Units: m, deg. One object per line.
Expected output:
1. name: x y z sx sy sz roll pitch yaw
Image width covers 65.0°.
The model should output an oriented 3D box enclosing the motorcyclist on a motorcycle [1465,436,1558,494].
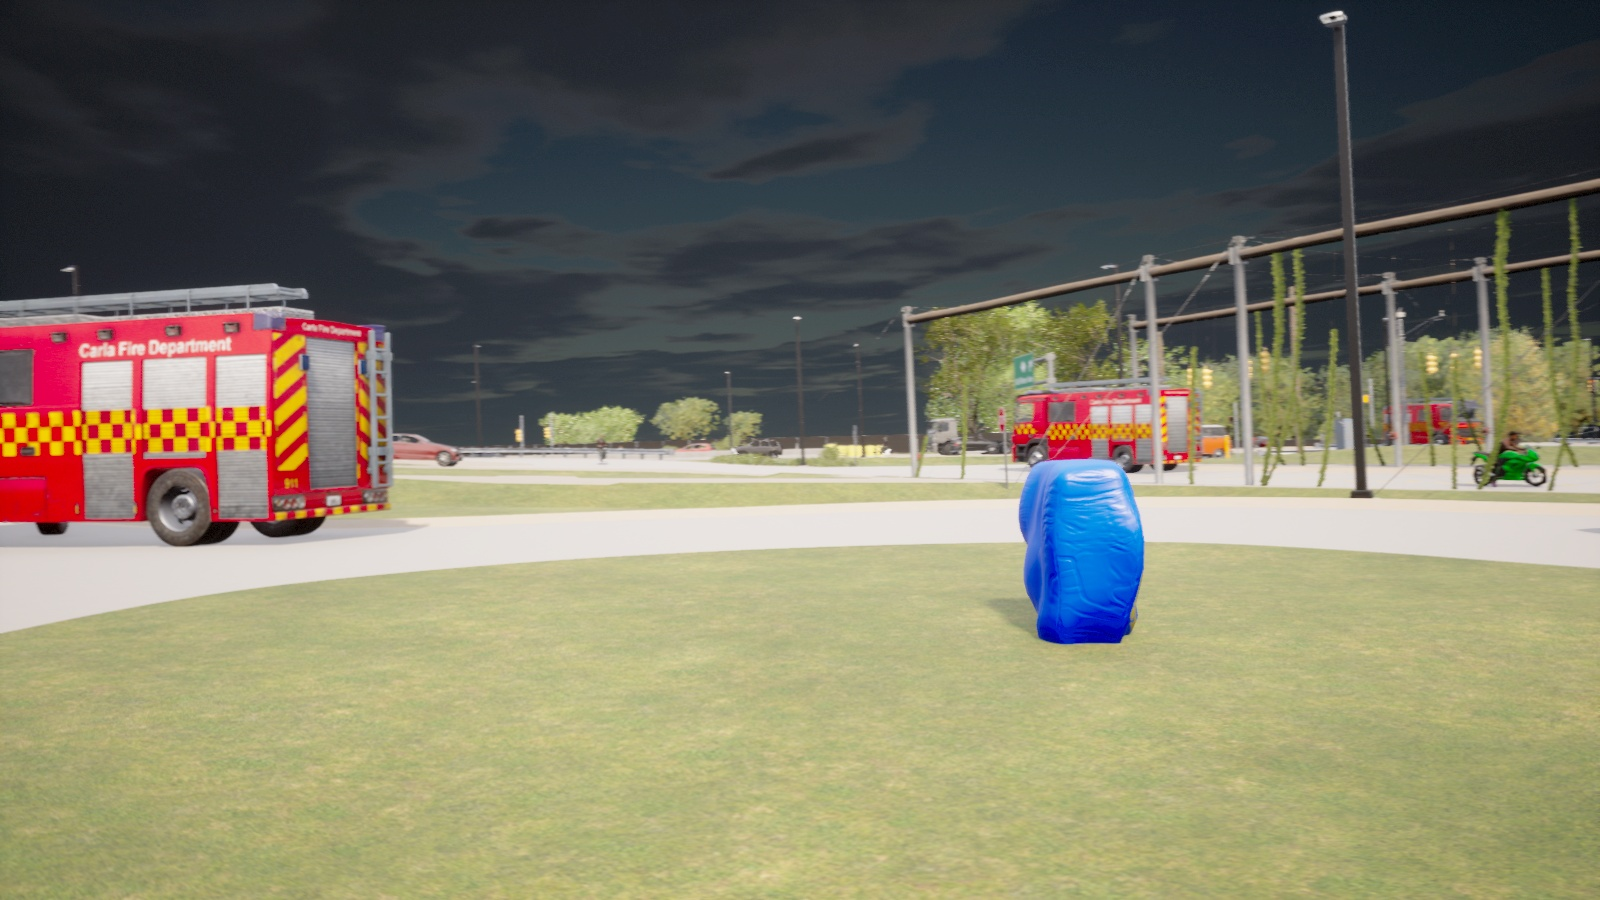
1. motorcyclist on a motorcycle: 19.257 0.394 34.036 0.797 1.523 2.044 -2 1 -33

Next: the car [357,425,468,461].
1. car: -19.665 -0.318 63.925 5.027 1.651 2.152 2 -1 -6

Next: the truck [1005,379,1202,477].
1. truck: 12.683 -0.904 53.377 2.891 3.827 8.468 -2 1 -32

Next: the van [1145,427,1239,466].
1. van: 20.990 -0.187 67.278 4.442 1.987 1.775 -1 -1 -8

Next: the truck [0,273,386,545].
1. truck: -11.233 -0.536 20.226 8.468 3.827 2.891 -1 0 16

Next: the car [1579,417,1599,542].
1. car: 12.156 0.392 14.875 2.033 1.649 4.856 -1 0 -16
